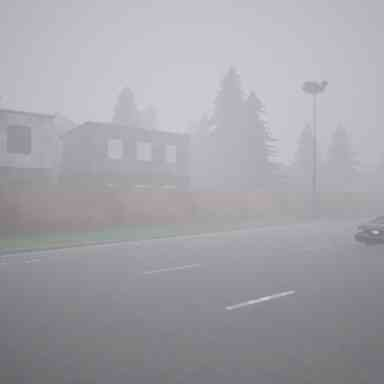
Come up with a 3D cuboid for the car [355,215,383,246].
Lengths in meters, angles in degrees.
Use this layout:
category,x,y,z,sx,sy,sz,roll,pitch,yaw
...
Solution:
category,x,y,z,sx,sy,sz,roll,pitch,yaw
car,9.360,1.686,14.728,5.357,1.411,2.033,1,0,-36
